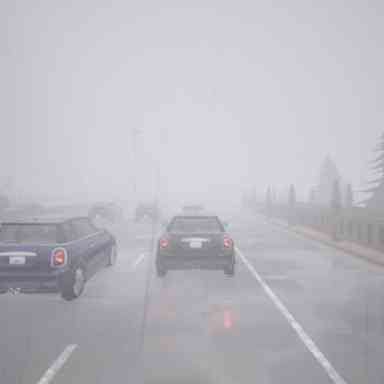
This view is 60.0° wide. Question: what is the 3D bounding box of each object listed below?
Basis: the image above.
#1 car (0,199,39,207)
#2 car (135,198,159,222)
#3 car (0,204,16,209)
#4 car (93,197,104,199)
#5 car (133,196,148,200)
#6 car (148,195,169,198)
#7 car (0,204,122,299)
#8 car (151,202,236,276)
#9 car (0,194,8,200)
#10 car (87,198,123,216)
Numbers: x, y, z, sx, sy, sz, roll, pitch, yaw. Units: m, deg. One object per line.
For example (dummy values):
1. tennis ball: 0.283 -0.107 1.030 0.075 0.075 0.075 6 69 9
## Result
1. car: -14.085 1.560 27.840 2.033 1.411 5.357 0 0 0
2. car: -3.401 1.517 26.829 1.837 1.490 4.892 0 0 0
3. car: -6.904 1.356 8.662 2.097 1.767 4.553 0 0 0
4. car: -16.842 1.573 59.621 1.812 1.442 4.674 0 0 16
5. car: -10.267 1.496 68.159 1.882 1.535 5.008 0 0 19
6. car: -6.429 1.376 68.372 2.097 1.767 4.553 0 0 22
7. car: -3.404 1.356 8.601 2.097 1.767 4.553 0 0 0
8. car: 0.095 1.357 10.553 2.097 1.767 4.553 0 0 0
9. car: -17.560 1.234 28.033 2.150 2.045 5.566 0 0 1
10. car: -6.901 1.517 26.821 1.837 1.490 4.892 0 0 0
